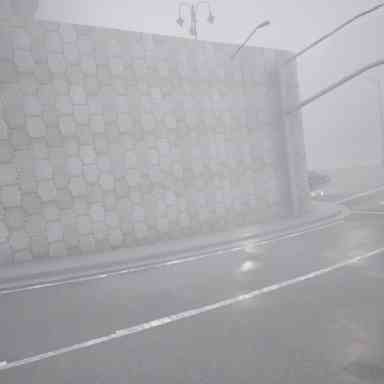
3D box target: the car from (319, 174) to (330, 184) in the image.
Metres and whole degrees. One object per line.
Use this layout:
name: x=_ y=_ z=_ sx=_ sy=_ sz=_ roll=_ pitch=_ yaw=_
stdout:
car: x=10.711 y=-1.347 z=31.813 sx=1.837 sy=1.490 sz=4.892 roll=-11 pitch=7 yaw=-34

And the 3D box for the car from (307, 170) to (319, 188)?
car: x=8.044 y=-0.741 z=29.604 sx=2.033 sy=1.411 sz=5.357 roll=-11 pitch=7 yaw=-35
